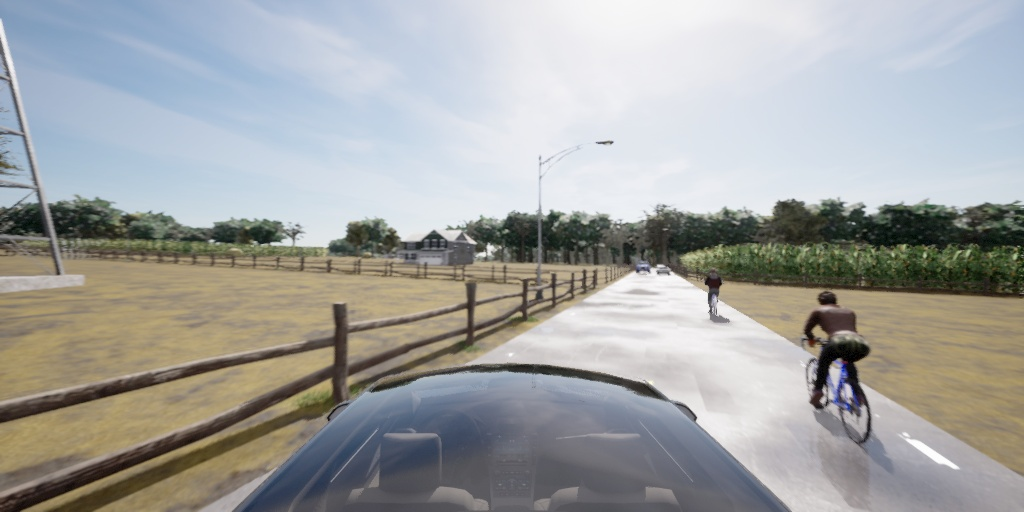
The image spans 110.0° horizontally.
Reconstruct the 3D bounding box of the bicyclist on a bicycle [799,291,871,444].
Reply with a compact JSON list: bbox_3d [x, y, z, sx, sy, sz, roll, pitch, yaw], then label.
[{"bbox_3d":[3.978,1.268,4.446,0.582,1.620,1.656,0,-1,21],"label":"bicyclist on a bicycle"}]

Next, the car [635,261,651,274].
[{"bbox_3d":[21.583,1.856,58.932,2.150,2.045,5.566,0,-1,22],"label":"car"}]

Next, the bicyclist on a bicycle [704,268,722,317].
[{"bbox_3d":[7.502,1.334,13.410,0.659,1.776,1.843,0,-1,21],"label":"bicyclist on a bicycle"}]

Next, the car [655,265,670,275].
[{"bbox_3d":[22.940,2.188,54.484,1.895,1.301,4.718,0,-1,21],"label":"car"}]
